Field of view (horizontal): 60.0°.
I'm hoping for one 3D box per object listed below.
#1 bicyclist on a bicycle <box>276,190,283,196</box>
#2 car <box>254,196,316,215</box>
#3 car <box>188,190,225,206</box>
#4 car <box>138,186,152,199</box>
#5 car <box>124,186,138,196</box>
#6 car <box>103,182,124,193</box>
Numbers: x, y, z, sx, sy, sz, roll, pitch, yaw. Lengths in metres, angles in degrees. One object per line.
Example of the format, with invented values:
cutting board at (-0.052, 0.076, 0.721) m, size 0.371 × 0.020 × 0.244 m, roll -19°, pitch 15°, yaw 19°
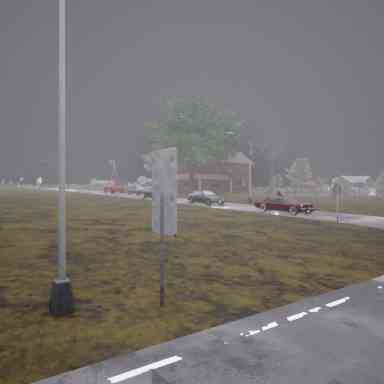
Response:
bicyclist on a bicycle at (8.843, 0.664, 33.741) m, size 1.656 × 1.620 × 0.582 m, roll 0°, pitch 2°, yaw -36°
car at (7.152, 0.998, 25.837) m, size 1.895 × 1.301 × 4.718 m, roll 0°, pitch 2°, yaw -36°
car at (1.349, 0.554, 33.915) m, size 1.812 × 1.442 × 4.674 m, roll 0°, pitch 2°, yaw -36°
car at (-4.516, 0.018, 42.084) m, size 2.097 × 1.767 × 4.553 m, roll 0°, pitch 2°, yaw -36°
car at (-8.466, -0.188, 52.541) m, size 1.812 × 1.442 × 4.674 m, roll 0°, pitch 2°, yaw -35°
car at (-14.168, -0.819, 60.379) m, size 2.150 × 2.045 × 5.566 m, roll 0°, pitch 2°, yaw -36°
